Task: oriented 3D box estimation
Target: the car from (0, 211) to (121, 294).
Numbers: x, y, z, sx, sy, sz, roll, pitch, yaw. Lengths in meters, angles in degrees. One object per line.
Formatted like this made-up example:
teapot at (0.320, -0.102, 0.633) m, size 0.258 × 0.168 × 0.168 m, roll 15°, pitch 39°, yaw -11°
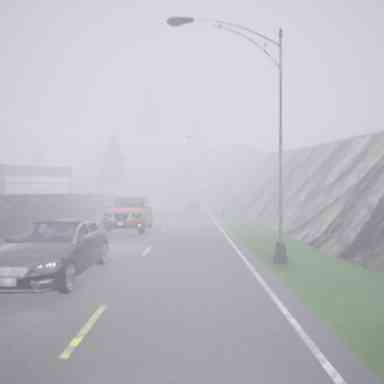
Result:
car at (-3.585, 1.498, 8.922) m, size 2.128 × 1.511 × 4.902 m, roll 0°, pitch 0°, yaw 0°

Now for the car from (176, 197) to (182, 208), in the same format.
car at (-1.242, 1.525, 50.426) m, size 1.882 × 1.535 × 5.008 m, roll 0°, pitch 0°, yaw -11°

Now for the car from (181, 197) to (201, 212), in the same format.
car at (0.060, 1.585, 39.773) m, size 2.033 × 1.411 × 5.357 m, roll 0°, pitch 0°, yaw -2°

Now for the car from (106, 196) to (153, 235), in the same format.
car at (-3.551, 1.238, 19.346) m, size 2.150 × 2.045 × 5.566 m, roll 0°, pitch 0°, yaw 0°
